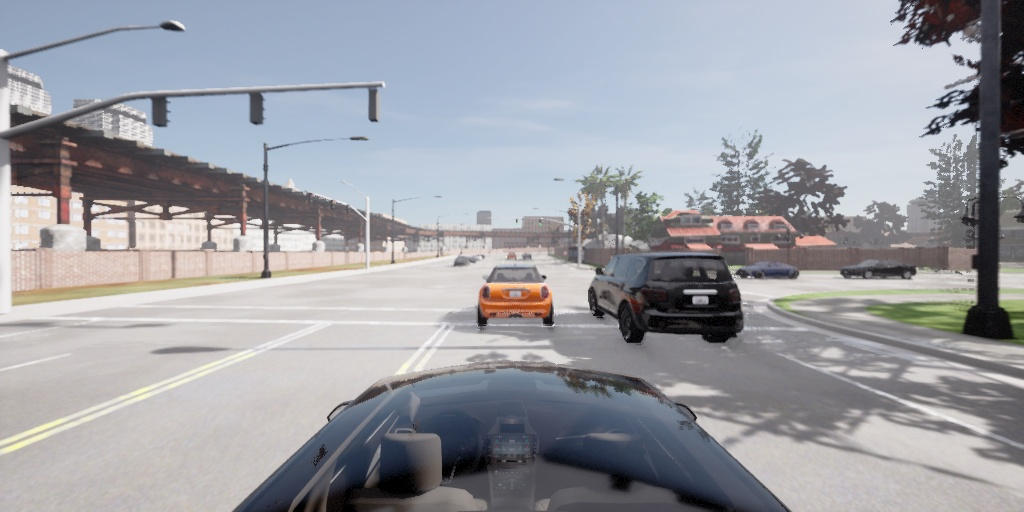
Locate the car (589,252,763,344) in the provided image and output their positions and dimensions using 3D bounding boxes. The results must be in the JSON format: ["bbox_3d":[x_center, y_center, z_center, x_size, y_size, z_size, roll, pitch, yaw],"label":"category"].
[{"bbox_3d":[3.593,0.908,9.513,2.150,2.045,5.566,0,1,0],"label":"car"}]

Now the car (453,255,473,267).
[{"bbox_3d":[-7.095,0.718,50.689,1.837,1.490,4.892,0,1,0],"label":"car"}]

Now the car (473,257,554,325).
[{"bbox_3d":[0.094,1.020,11.635,2.097,1.767,4.553,0,0,0],"label":"car"}]

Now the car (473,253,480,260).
[{"bbox_3d":[-7.035,0.591,60.034,1.994,1.385,4.181,0,1,1],"label":"car"}]

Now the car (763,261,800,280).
[{"bbox_3d":[19.890,1.100,28.000,4.181,1.385,1.994,0,0,-1],"label":"car"}]

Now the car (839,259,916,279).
[{"bbox_3d":[28.706,1.011,28.225,5.008,1.535,1.882,0,0,-2],"label":"car"}]
